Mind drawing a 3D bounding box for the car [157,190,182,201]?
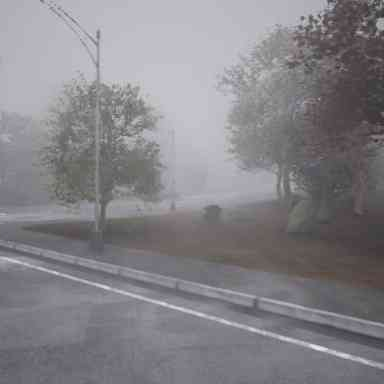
[{"bbox_3d":[-3.564,0.502,49.812,1.837,1.490,4.892,1,3,40],"label":"car"}]
